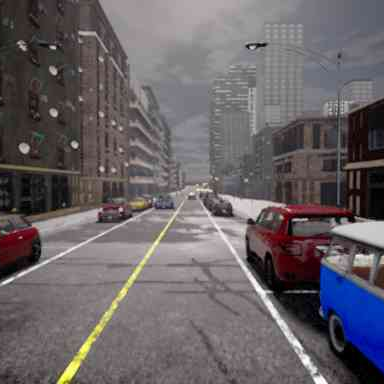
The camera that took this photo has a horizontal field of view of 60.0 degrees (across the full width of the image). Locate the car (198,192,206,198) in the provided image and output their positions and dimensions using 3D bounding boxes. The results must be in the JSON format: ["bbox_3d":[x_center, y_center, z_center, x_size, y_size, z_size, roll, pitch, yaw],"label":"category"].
[{"bbox_3d":[2.694,0.779,91.300,2.008,1.369,4.403,-1,1,0],"label":"car"}]

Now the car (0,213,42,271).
[{"bbox_3d":[-5.704,1.367,8.811,1.967,1.590,4.097,-1,0,0],"label":"car"}]

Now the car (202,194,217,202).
[{"bbox_3d":[2.649,1.228,41.085,1.947,1.339,4.313,-1,0,0],"label":"car"}]

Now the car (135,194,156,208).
[{"bbox_3d":[-5.699,1.102,41.035,1.967,1.590,4.097,-1,0,0],"label":"car"}]

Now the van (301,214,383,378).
[{"bbox_3d":[2.673,1.313,3.395,1.690,1.788,3.998,-1,0,0],"label":"van"}]

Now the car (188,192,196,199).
[{"bbox_3d":[0.010,0.854,71.510,2.033,1.411,5.357,0,0,0],"label":"car"}]

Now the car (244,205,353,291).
[{"bbox_3d":[2.673,1.243,8.802,2.192,1.841,5.009,-1,0,0],"label":"car"}]

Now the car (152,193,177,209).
[{"bbox_3d":[-3.087,1.037,38.261,2.097,1.767,4.553,0,0,0],"label":"car"}]

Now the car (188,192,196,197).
[{"bbox_3d":[0.013,0.686,90.282,1.895,1.301,4.718,0,1,0],"label":"car"}]

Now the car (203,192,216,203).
[{"bbox_3d":[3.008,0.873,57.696,2.097,1.767,4.553,0,0,0],"label":"car"}]

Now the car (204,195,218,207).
[{"bbox_3d":[2.649,1.274,35.506,1.947,1.339,4.313,-1,0,0],"label":"car"}]

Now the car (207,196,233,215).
[{"bbox_3d":[2.681,1.315,29.934,2.008,1.369,4.403,-1,0,0],"label":"car"}]

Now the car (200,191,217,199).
[{"bbox_3d":[2.646,0.930,46.662,2.192,1.841,5.009,-1,0,0],"label":"car"}]

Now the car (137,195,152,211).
[{"bbox_3d":[-5.699,1.235,35.286,1.752,1.417,4.829,-1,0,0],"label":"car"}]

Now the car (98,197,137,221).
[{"bbox_3d":[-5.702,1.235,25.032,1.967,1.590,4.097,-1,0,0],"label":"car"}]

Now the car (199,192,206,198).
[{"bbox_3d":[2.679,0.802,85.891,1.752,1.417,4.829,-1,1,0],"label":"car"}]
